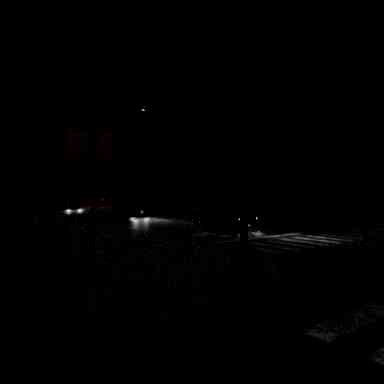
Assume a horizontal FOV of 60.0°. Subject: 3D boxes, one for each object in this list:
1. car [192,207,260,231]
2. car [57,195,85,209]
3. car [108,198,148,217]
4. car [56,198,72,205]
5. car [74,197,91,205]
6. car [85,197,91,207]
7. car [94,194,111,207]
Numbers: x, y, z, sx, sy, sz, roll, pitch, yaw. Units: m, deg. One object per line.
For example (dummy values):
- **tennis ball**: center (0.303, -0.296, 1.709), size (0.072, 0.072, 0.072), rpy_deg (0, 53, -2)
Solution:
- **car**: center (2.062, 1.657, 21.344), size (1.895, 1.301, 4.718), rpy_deg (0, 0, -36)
- **car**: center (-18.479, 1.397, 50.181), size (2.150, 2.045, 5.566), rpy_deg (0, 0, -36)
- **car**: center (-6.014, 1.600, 32.619), size (2.128, 1.511, 4.902), rpy_deg (0, 0, -36)
- **car**: center (-25.068, 1.817, 65.134), size (1.994, 1.385, 4.181), rpy_deg (0, 0, -36)
- **car**: center (-21.798, 1.758, 66.151), size (1.837, 1.490, 4.892), rpy_deg (0, 0, -36)
- **car**: center (-18.930, 1.817, 56.570), size (1.895, 1.301, 4.718), rpy_deg (0, 0, -36)
- **car**: center (-15.847, 1.441, 57.840), size (2.150, 2.045, 5.566), rpy_deg (0, 0, -35)
